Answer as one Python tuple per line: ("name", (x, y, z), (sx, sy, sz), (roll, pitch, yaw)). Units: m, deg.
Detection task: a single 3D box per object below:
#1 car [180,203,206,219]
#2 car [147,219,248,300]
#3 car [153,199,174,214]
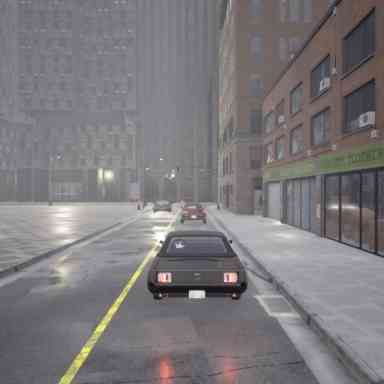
("car", (0.098, 1.525, 24.992), (1.812, 1.442, 4.674), (0, 0, 0))
("car", (0.098, 1.601, 8.350), (1.895, 1.301, 4.718), (0, 0, 0))
("car", (-3.077, 1.524, 35.527), (1.812, 1.442, 4.674), (0, 0, 0))
